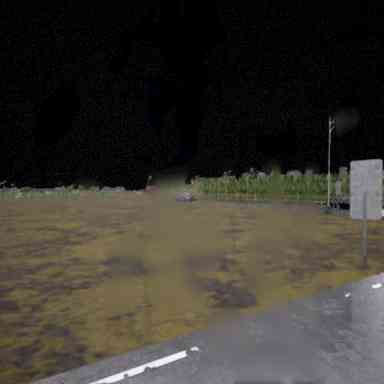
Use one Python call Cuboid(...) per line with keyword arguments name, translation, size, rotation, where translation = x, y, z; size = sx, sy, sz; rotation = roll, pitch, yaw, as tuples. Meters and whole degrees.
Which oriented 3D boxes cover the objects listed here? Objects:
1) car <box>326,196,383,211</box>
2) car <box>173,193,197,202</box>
Cuboid(name="car", translation=(14.222, 1.060, 28.769), size=(1.895, 1.301, 4.718), rotation=(1, 0, -35))
Cuboid(name="car", translation=(-1.097, 0.850, 50.594), size=(1.994, 1.385, 4.181), rotation=(1, 0, -35))
